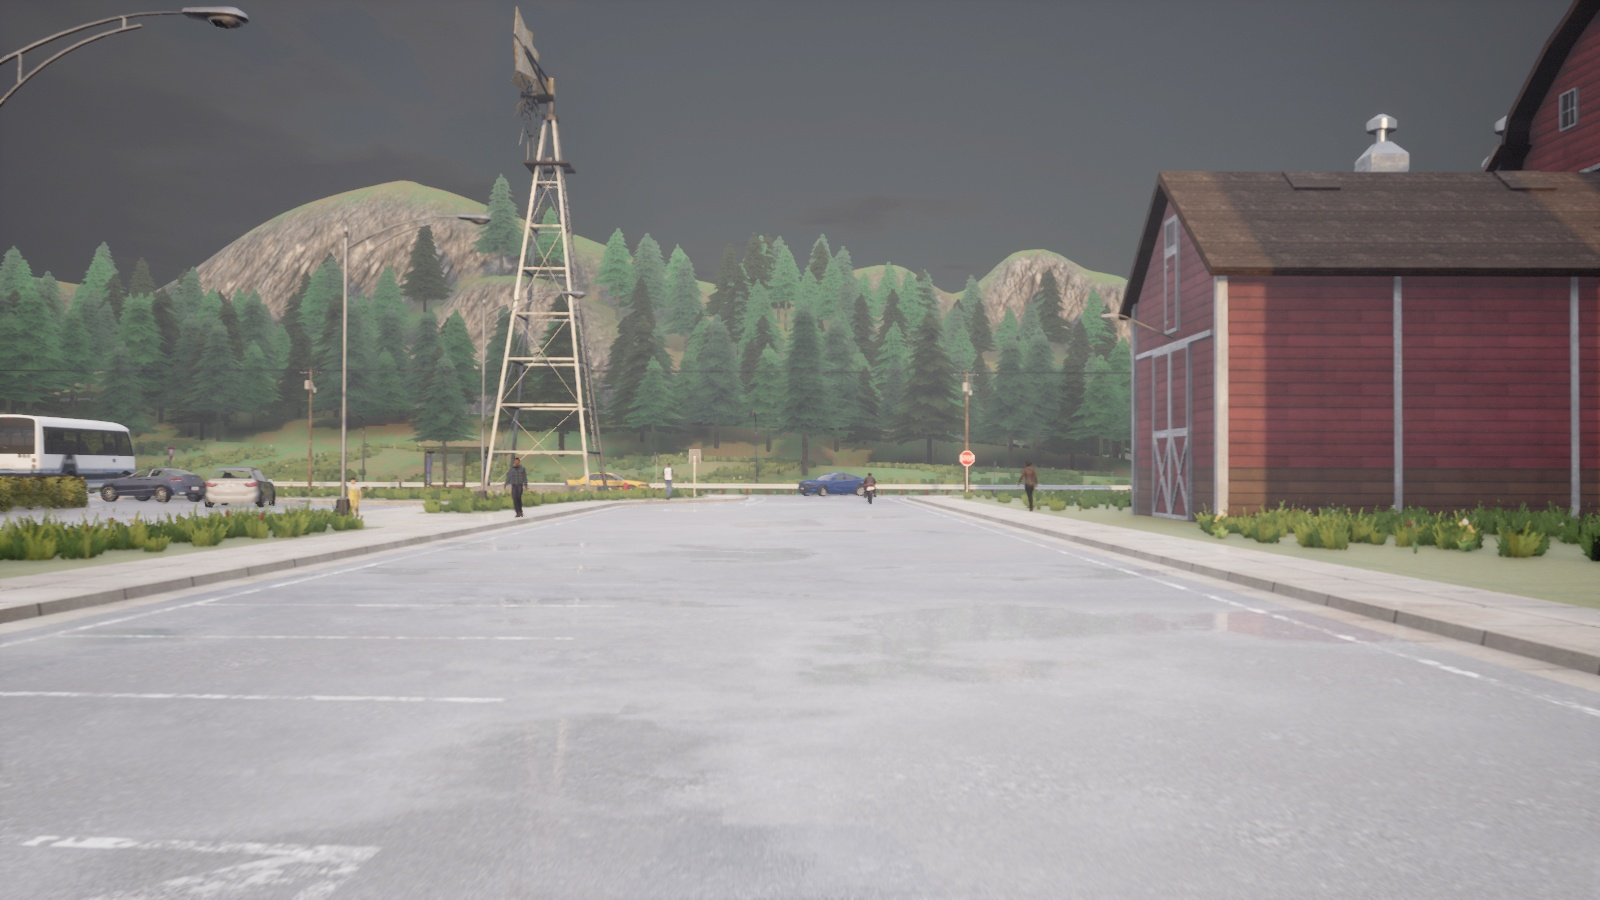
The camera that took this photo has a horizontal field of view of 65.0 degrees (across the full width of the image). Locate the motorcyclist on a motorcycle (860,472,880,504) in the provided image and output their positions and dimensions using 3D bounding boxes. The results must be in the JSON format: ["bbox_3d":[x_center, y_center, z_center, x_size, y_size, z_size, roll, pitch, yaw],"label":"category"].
[{"bbox_3d":[3.354,1.812,60.245,0.797,1.523,2.044,0,-1,0],"label":"motorcyclist on a motorcycle"}]

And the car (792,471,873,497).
[{"bbox_3d":[2.065,2.129,78.815,5.008,1.535,1.882,1,-2,-38],"label":"car"}]

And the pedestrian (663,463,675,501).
[{"bbox_3d":[-6.373,1.538,61.114,0.354,1.836,0.706,0,-1,15],"label":"pedestrian"}]

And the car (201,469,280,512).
[{"bbox_3d":[-23.190,1.643,52.228,2.242,1.667,4.611,0,-1,-14],"label":"car"}]

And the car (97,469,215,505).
[{"bbox_3d":[-30.360,1.725,59.200,5.027,1.651,2.152,-1,-1,21],"label":"car"}]

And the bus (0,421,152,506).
[{"bbox_3d":[-39.677,0.759,68.103,3.944,4.253,10.273,0,-1,-1],"label":"bus"}]

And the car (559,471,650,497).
[{"bbox_3d":[-12.155,2.140,78.383,5.366,1.575,1.801,0,-1,1],"label":"car"}]

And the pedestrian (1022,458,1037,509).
[{"bbox_3d":[8.291,1.211,45.384,0.328,1.805,0.869,0,-1,-4],"label":"pedestrian"}]

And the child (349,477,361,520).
[{"bbox_3d":[-13.298,1.446,37.566,0.270,1.263,0.437,0,-1,-11],"label":"child"}]

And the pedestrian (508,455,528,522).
[{"bbox_3d":[-8.305,1.135,37.030,0.423,1.949,0.788,0,-1,0],"label":"pedestrian"}]
